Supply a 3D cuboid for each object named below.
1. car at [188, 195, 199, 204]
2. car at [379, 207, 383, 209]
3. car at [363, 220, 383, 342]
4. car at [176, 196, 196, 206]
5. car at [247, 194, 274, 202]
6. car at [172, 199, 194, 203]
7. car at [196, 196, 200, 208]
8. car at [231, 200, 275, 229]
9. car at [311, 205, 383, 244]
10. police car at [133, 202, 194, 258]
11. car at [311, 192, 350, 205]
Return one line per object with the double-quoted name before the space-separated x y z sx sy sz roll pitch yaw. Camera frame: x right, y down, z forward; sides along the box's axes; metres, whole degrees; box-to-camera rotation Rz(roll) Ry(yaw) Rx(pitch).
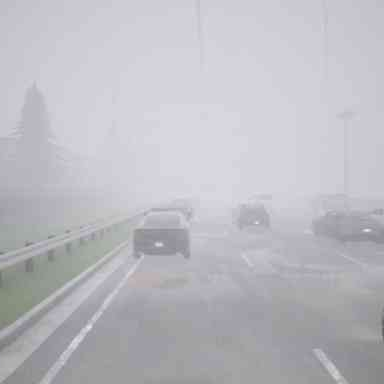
"car" 0.293 1.397 62.046 1.882 1.535 5.008 0 0 0
"car" 10.672 1.503 17.864 1.812 1.442 4.674 0 0 0
"car" 3.610 1.349 2.643 2.097 1.767 4.553 0 0 0
"car" -0.917 1.314 28.653 2.097 1.767 4.553 0 0 0
"car" 7.267 1.176 35.542 2.150 2.045 5.566 0 0 0
"car" -0.945 1.476 22.683 1.837 1.490 4.892 0 0 0
"car" 0.237 1.430 47.366 2.128 1.511 4.902 0 0 1
"car" 3.699 1.477 21.340 1.837 1.490 4.892 0 0 0
"car" 7.172 1.543 15.613 1.994 1.385 4.181 0 0 0
"police car" -0.991 1.408 12.793 1.930 1.638 5.238 0 0 0
"car" 14.261 1.176 34.408 2.150 2.045 5.566 0 0 0
